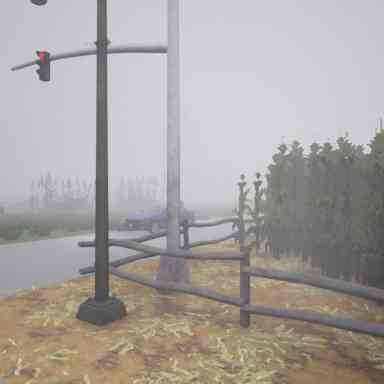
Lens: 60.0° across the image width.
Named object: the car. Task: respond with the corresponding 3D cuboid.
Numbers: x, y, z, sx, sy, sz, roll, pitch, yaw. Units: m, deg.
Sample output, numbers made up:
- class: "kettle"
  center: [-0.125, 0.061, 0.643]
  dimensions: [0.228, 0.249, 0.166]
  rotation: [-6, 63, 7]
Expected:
- class: "car"
  center: [-1.783, 1.479, 19.556]
  dimensions: [1.882, 1.535, 5.008]
  rotation: [0, 0, 35]
